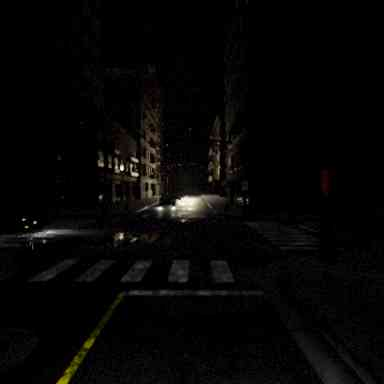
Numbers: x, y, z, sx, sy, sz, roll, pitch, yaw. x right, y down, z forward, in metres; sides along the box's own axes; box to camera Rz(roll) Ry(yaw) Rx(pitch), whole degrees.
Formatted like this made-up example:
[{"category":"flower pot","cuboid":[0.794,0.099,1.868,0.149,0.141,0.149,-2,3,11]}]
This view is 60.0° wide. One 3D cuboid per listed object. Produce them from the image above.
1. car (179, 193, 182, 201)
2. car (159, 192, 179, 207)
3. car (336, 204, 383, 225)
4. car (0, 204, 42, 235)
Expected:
[{"category":"car","cuboid":[-2.903,0.742,58.488,1.837,1.490,4.892,0,1,1]},{"category":"car","cuboid":[-2.983,0.949,41.102,1.882,1.535,5.008,0,1,0]},{"category":"car","cuboid":[11.712,1.425,21.830,4.206,1.307,1.802,1,0,1]},{"category":"car","cuboid":[-9.714,1.301,16.358,4.181,1.385,1.994,1,1,1]}]
